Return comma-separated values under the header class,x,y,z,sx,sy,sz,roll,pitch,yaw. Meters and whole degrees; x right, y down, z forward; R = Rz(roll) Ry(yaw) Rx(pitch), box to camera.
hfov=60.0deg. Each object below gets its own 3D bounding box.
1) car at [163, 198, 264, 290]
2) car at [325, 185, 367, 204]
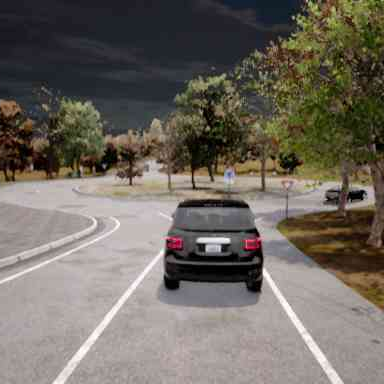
class,x,y,z,sx,sy,sz,roll,pitch,yaw
car,0.559,1.164,9.105,2.150,2.045,5.566,0,0,3
car,13.809,0.109,29.716,4.902,1.511,2.128,-5,8,-38
